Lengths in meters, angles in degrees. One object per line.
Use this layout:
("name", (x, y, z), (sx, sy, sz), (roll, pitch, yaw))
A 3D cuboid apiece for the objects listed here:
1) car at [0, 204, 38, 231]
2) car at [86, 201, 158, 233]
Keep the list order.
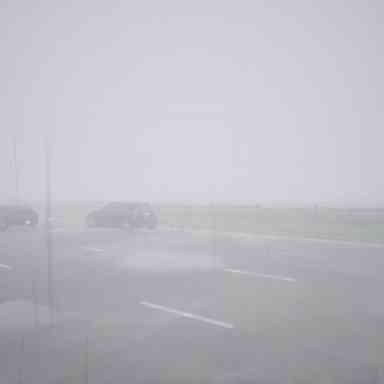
("car", (-11.564, 1.500, 20.846), (4.892, 1.490, 1.837), (0, 0, 36))
("car", (-4.275, 1.348, 19.942), (4.553, 1.767, 2.097), (0, 0, 36))
